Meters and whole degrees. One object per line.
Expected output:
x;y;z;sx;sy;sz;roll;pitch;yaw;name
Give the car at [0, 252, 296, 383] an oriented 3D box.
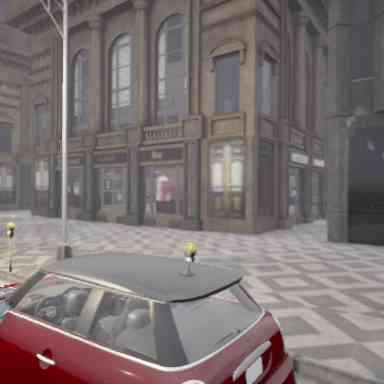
-1.090;1.423;3.740;4.097;1.590;1.967;0;0;36;car
